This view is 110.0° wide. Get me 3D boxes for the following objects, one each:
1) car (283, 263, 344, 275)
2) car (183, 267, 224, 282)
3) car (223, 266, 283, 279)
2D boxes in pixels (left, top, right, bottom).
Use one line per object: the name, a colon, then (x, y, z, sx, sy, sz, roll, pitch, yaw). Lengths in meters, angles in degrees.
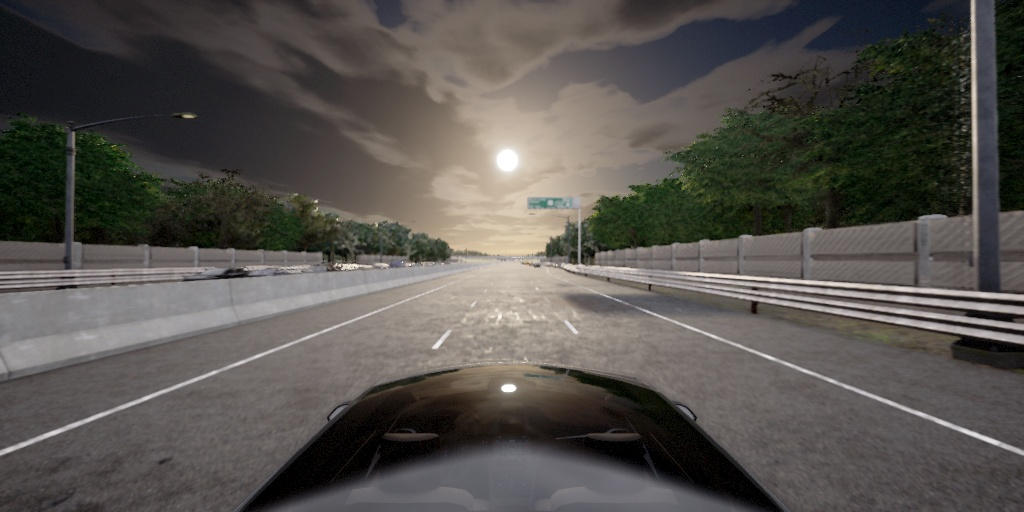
car: (-14.086, 1.416, 26.240, 2.097, 1.767, 4.553, 0, -1, 0)
car: (-21.086, 1.538, 26.025, 1.882, 1.535, 5.008, 0, -1, 0)
car: (-17.588, 1.608, 25.998, 2.033, 1.411, 5.357, 0, -1, 0)
